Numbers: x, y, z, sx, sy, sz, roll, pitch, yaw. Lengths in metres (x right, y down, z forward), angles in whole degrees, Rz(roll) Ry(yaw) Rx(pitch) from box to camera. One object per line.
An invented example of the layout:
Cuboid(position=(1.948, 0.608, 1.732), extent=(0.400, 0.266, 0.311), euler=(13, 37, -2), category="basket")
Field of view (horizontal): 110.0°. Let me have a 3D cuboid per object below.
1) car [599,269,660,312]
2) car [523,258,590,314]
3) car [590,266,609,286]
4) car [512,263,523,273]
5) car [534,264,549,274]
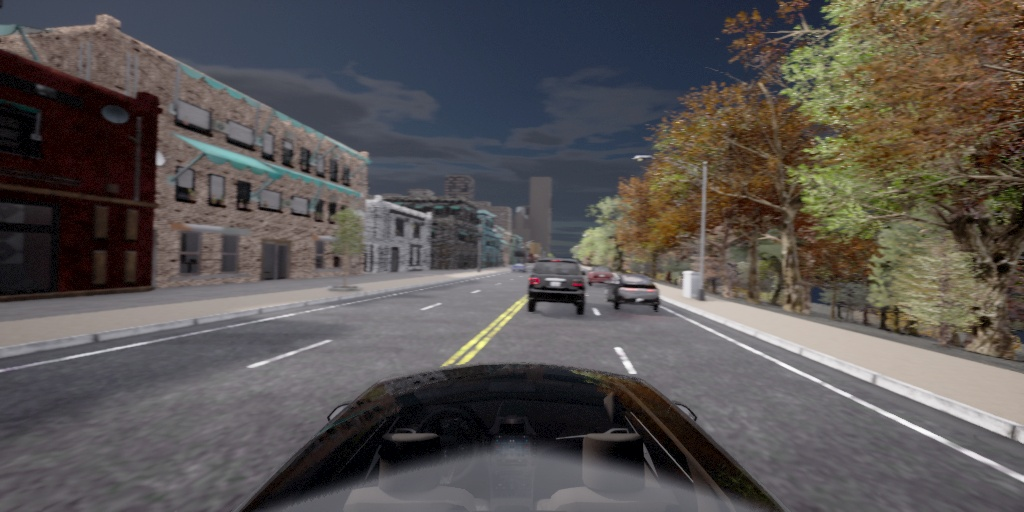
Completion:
Cuboid(position=(5.435, 1.581, 16.574), extent=(2.128, 1.511, 4.902), euler=(2, -1, 9), category="car")
Cuboid(position=(1.949, 1.168, 15.256), extent=(2.150, 2.045, 5.566), euler=(2, -2, 9), category="car")
Cuboid(position=(7.659, 1.666, 31.356), extent=(2.097, 1.767, 4.553), euler=(2, -1, 9), category="car")
Cuboid(position=(1.175, 1.848, 54.807), extent=(1.812, 1.442, 4.674), euler=(2, 0, 9), category="car")
Cuboid(position=(4.541, 2.009, 55.318), extent=(1.994, 1.385, 4.181), euler=(2, -1, 9), category="car")
